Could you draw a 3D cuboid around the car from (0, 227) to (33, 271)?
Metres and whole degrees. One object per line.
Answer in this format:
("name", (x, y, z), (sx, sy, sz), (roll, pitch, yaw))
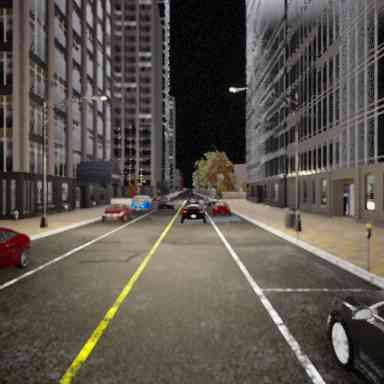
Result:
("car", (-5.691, 1.581, 8.606), (1.802, 1.307, 4.206), (0, 0, 0))

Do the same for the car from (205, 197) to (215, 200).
("car", (2.686, 1.536, 42.758), (2.008, 1.369, 4.403), (0, 0, 0))

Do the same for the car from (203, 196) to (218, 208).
("car", (2.686, 1.422, 48.450), (1.967, 1.590, 4.097), (0, 0, 0))

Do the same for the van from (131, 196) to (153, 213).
("van", (-5.694, 1.328, 37.068), (1.690, 1.788, 3.998), (0, 0, 0))

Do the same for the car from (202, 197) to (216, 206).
("car", (2.686, 1.529, 54.144), (2.008, 1.369, 4.403), (0, 0, 0))

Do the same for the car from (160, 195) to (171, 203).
("car", (-5.696, 1.393, 71.225), (1.967, 1.590, 4.097), (0, 0, 0))

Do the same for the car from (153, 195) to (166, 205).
("car", (-5.695, 1.560, 54.145), (1.802, 1.307, 4.206), (0, 0, 0))

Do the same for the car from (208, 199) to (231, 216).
("car", (2.688, 1.572, 31.374), (1.802, 1.307, 4.206), (0, 0, 0))

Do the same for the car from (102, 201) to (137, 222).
("car", (-5.693, 1.574, 25.684), (1.802, 1.307, 4.206), (0, 0, 0))

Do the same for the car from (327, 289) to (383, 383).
("car", (2.690, 1.551, 2.911), (2.008, 1.369, 4.403), (0, 0, 0))

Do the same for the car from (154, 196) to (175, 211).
("car", (-3.095, 1.550, 40.437), (1.994, 1.385, 4.181), (0, 0, 0))

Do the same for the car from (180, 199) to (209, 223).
("car", (0.094, 1.518, 25.438), (1.812, 1.442, 4.674), (0, 0, 0))
